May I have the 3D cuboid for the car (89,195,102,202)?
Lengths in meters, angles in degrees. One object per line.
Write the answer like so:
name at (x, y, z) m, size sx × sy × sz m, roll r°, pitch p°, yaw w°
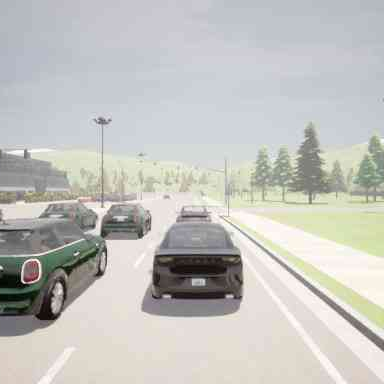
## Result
car at (-23.157, 1.552, 79.806) m, size 1.994 × 1.385 × 4.181 m, roll 0°, pitch 0°, yaw 0°

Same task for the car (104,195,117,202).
car at (-19.657, 1.478, 80.066) m, size 1.882 × 1.535 × 5.008 m, roll 0°, pitch 0°, yaw 0°

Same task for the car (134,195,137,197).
car at (-16.140, 1.525, 90.900) m, size 2.128 × 1.511 × 4.902 m, roll 0°, pitch 0°, yaw 0°

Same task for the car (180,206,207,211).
car at (0.093, 1.492, 18.331) m, size 2.128 × 1.511 × 4.902 m, roll 0°, pitch 0°, yaw 0°

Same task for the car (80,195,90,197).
car at (-23.170, 1.355, 71.476) m, size 2.097 × 1.767 × 4.553 m, roll 0°, pitch 0°, yaw 0°

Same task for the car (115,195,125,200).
car at (-19.640, 1.595, 90.906) m, size 1.895 × 1.301 × 4.718 m, roll 0°, pitch 0°, yaw 0°

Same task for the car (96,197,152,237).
car at (-3.417, 1.351, 18.082) m, size 2.097 × 1.767 × 4.553 m, roll 0°, pitch 0°, yaw 0°

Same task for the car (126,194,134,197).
car at (-16.155, 1.355, 80.896) m, size 2.097 × 1.767 × 4.553 m, roll 0°, pitch 0°, yaw 0°

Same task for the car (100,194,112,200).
car at (-23.141, 1.355, 89.966) m, size 2.097 × 1.767 × 4.553 m, roll 0°, pitch 0°, yaw 0°

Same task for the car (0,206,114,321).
car at (-3.389, 1.352, 7.443) m, size 2.097 × 1.767 × 4.553 m, roll 0°, pitch 0°, yaw 0°

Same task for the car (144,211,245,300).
car at (0.112, 1.478, 8.485) m, size 1.882 × 1.535 × 5.008 m, roll 0°, pitch 0°, yaw 0°

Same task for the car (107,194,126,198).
car at (-16.170, 1.500, 71.721) m, size 1.837 × 1.490 × 4.892 m, roll 0°, pitch 0°, yaw 0°

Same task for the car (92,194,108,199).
car at (-19.670, 1.552, 71.312) m, size 1.994 × 1.385 × 4.181 m, roll 0°, pitch 0°, yaw 0°

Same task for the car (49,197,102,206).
car at (-6.926, 1.351, 19.067) m, size 2.097 × 1.767 × 4.553 m, roll 0°, pitch 0°, yaw 0°
